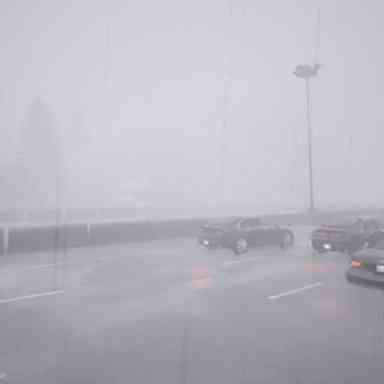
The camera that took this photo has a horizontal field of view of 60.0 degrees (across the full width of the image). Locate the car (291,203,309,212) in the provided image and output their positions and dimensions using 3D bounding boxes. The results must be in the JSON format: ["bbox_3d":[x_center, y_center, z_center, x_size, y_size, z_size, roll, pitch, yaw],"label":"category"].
[{"bbox_3d":[18.144,2.467,53.409,5.357,1.411,2.033,1,-1,-37],"label":"car"}]

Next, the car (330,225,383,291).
[{"bbox_3d":[6.002,1.676,8.465,5.357,1.411,2.033,1,-1,-37],"label":"car"}]

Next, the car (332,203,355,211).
[{"bbox_3d":[23.131,2.300,48.435,4.902,1.511,2.128,1,-1,-37],"label":"car"}]

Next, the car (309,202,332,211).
[{"bbox_3d":[20.649,2.342,50.934,5.008,1.535,1.882,0,-1,-37],"label":"car"}]

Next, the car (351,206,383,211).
[{"bbox_3d":[13.597,1.922,23.196,5.357,1.411,2.033,1,-1,-37],"label":"car"}]

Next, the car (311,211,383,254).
[{"bbox_3d":[6.796,1.724,13.474,4.892,1.490,1.837,0,-1,-37],"label":"car"}]

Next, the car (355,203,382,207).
[{"bbox_3d":[24.562,2.342,45.125,4.718,1.301,1.895,1,-1,-38],"label":"car"}]

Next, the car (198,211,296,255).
[{"bbox_3d":[2.495,1.760,14.592,4.892,1.490,1.837,1,-1,-37],"label":"car"}]
